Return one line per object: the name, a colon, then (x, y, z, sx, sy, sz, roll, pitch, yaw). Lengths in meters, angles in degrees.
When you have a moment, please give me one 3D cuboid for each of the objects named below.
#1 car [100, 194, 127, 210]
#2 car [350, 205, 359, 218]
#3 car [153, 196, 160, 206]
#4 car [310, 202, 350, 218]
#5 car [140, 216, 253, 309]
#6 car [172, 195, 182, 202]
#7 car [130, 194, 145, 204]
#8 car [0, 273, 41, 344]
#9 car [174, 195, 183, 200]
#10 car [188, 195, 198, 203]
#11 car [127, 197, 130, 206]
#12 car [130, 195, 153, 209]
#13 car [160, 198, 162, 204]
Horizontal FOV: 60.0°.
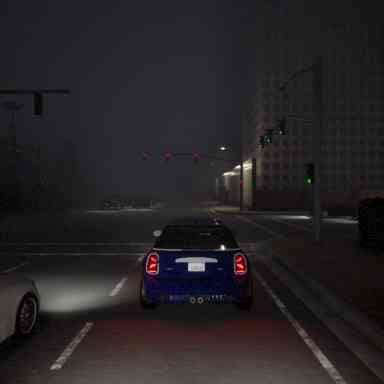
car: (-10.521, 1.221, 44.067, 2.150, 2.045, 5.566, 0, 0, 0)
car: (15.844, 1.560, 26.915, 4.892, 1.490, 1.837, 0, 0, 0)
car: (-6.993, 1.505, 55.195, 1.837, 1.490, 4.892, 0, 0, 0)
car: (12.999, 1.619, 30.415, 4.181, 1.385, 1.994, 0, 0, 0)
car: (0.095, 1.352, 8.032, 2.097, 1.767, 4.553, 0, 0, 0)
car: (-3.384, 1.469, 73.501, 1.882, 1.535, 5.008, 0, 0, 0)
car: (-10.449, 1.352, 63.619, 2.097, 1.767, 4.553, 0, 0, 1)
car: (-3.433, 1.526, 3.599, 1.812, 1.442, 4.674, 0, 0, 1)
car: (-3.368, 1.423, 83.754, 1.895, 1.301, 4.718, 0, 0, 0)
car: (0.209, 1.353, 68.395, 2.097, 1.767, 4.553, 0, 0, 0)
car: (-10.500, 1.477, 53.839, 1.882, 1.535, 5.008, 0, 0, 0)
car: (-7.012, 1.526, 46.301, 1.812, 1.442, 4.674, 0, 0, 0)
car: (-6.940, 1.564, 65.241, 1.994, 1.385, 4.181, 0, 0, 0)
